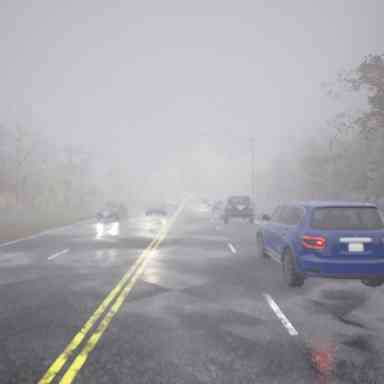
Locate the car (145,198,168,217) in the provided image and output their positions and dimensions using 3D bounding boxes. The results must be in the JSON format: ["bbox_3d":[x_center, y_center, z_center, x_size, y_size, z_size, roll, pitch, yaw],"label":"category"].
[{"bbox_3d":[-3.346,1.582,32.023,1.812,1.442,4.674,0,0,0],"label":"car"}]

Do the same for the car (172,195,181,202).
[{"bbox_3d":[-3.334,1.456,72.842,2.033,1.411,5.357,0,0,0],"label":"car"}]

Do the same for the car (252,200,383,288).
[{"bbox_3d":[3.365,1.237,9.491,2.150,2.045,5.566,0,0,0],"label":"car"}]

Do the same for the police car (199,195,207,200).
[{"bbox_3d":[3.098,1.528,94.365,2.038,1.542,4.974,0,0,0],"label":"police car"}]

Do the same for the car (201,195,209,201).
[{"bbox_3d":[3.133,1.566,83.362,1.812,1.442,4.674,0,0,0],"label":"car"}]

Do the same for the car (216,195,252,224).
[{"bbox_3d":[3.359,1.265,25.712,2.150,2.045,5.566,0,0,0],"label":"car"}]

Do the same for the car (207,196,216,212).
[{"bbox_3d":[3.255,1.550,39.332,2.128,1.511,4.902,0,0,0],"label":"car"}]

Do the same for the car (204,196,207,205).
[{"bbox_3d":[3.242,1.666,50.381,1.895,1.301,4.718,0,0,0],"label":"car"}]

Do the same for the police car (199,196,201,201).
[{"bbox_3d":[3.172,1.474,72.468,1.930,1.638,5.238,0,0,0],"label":"police car"}]

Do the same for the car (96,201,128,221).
[{"bbox_3d":[-6.598,1.542,27.882,2.128,1.511,4.902,0,0,0],"label":"car"}]

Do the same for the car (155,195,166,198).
[{"bbox_3d":[-6.573,1.409,69.604,2.097,1.767,4.553,0,0,0],"label":"car"}]

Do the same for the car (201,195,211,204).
[{"bbox_3d":[3.207,1.413,61.323,2.097,1.767,4.553,0,0,0],"label":"car"}]
